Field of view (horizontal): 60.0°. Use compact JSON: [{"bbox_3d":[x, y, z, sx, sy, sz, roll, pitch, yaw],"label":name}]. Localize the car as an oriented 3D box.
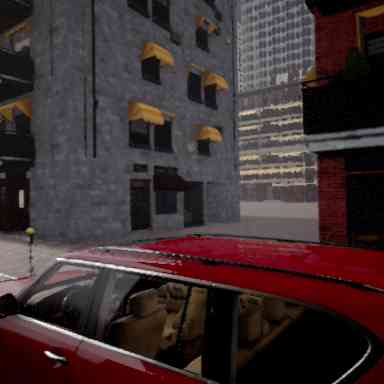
[{"bbox_3d":[-0.276,1.316,2.940,5.009,1.841,2.192,0,-1,36],"label":"car"}]
